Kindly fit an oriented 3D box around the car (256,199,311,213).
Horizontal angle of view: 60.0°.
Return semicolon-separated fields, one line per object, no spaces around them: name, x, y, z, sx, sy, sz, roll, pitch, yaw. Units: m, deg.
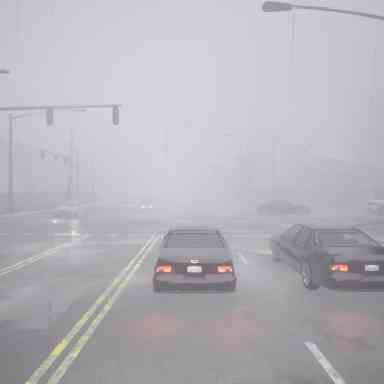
car;8.600;1.465;31.459;5.008;1.535;1.882;0;1;11

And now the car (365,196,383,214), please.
car;21.317;1.222;35.135;5.566;2.045;2.150;0;0;-2

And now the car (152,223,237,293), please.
car;0.052;1.547;8.970;2.033;1.411;5.357;0;0;0

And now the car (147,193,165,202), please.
car;-7.229;1.108;66.813;2.097;1.767;4.553;0;1;0

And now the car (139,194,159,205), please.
car;-7.256;1.448;55.965;1.994;1.385;4.181;0;1;0

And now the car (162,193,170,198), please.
car;-7.282;0.858;92.764;1.895;1.301;4.718;0;1;0

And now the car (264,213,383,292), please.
car;3.552;1.547;9.079;2.033;1.411;5.357;0;0;0

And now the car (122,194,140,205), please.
car;-10.761;1.416;57.544;2.033;1.411;5.357;0;1;0

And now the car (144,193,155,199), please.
car;-10.755;0.999;84.035;2.033;1.411;5.357;0;1;0

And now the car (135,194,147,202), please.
car;-10.714;1.206;70.422;1.837;1.490;4.892;0;1;0

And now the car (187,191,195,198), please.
car;-0.270;0.720;88.688;2.097;1.767;4.553;0;1;0

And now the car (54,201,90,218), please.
car;-10.692;1.525;29.796;1.812;1.442;4.674;0;0;0

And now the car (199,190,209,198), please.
car;3.231;0.593;88.557;2.150;2.045;5.566;0;1;0
